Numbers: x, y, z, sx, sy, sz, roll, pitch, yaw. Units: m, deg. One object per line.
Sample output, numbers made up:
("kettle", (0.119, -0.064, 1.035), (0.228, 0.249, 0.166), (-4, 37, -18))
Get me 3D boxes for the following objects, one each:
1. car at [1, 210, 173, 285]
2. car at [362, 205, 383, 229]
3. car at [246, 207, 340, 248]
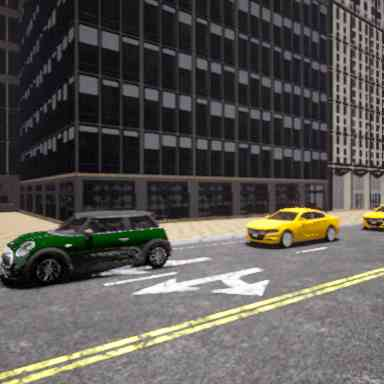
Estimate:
("car", (-2.881, 1.353, 9.613), (4.553, 1.767, 2.097), (0, 0, -36))
("car", (12.481, 1.488, 20.571), (5.008, 1.535, 1.882), (0, 0, -35))
("car", (4.597, 1.481, 14.951), (5.008, 1.535, 1.882), (0, 0, -35))
